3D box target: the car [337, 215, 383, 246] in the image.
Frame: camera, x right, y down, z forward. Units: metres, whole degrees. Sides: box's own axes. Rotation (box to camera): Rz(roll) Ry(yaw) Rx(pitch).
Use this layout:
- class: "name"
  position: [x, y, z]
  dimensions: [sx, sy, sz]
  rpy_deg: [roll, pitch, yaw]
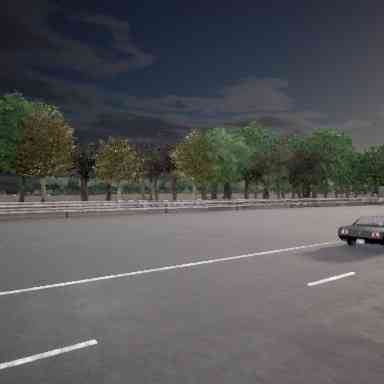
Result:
- class: "car"
  position: [8.293, 1.616, 14.084]
  dimensions: [4.718, 1.301, 1.895]
  rpy_deg: [0, 0, -35]
